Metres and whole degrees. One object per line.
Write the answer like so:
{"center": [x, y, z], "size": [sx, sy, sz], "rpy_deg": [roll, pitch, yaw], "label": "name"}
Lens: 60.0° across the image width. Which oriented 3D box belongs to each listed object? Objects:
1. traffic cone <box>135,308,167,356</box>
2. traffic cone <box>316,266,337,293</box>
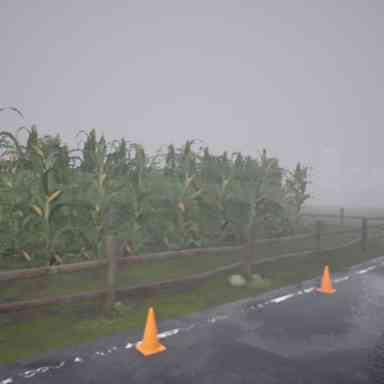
{"center": [-0.597, 1.989, 4.857], "size": [0.340, 0.580, 0.340], "rpy_deg": [1, -1, -37], "label": "traffic cone"}
{"center": [3.204, 2.049, 7.916], "size": [0.340, 0.580, 0.340], "rpy_deg": [1, -1, -40], "label": "traffic cone"}
